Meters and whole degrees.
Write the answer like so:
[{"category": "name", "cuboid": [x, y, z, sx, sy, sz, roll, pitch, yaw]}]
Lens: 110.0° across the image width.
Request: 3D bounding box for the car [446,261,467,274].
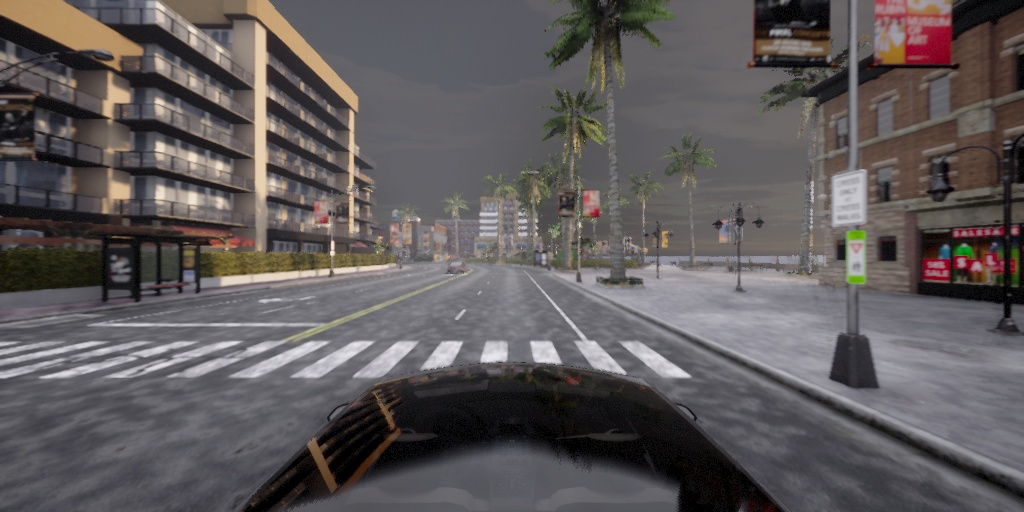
[{"category": "car", "cuboid": [-6.283, 1.337, 41.370, 1.812, 1.442, 4.674, 0, 1, -2]}]
